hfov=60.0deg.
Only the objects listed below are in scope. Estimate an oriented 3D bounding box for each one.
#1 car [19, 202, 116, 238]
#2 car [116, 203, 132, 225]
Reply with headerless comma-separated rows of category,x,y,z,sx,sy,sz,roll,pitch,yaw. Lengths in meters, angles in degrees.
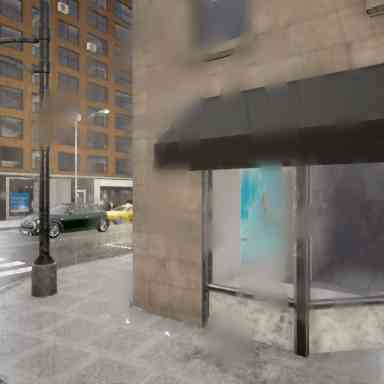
car,-6.709,1.366,17.871,2.097,1.767,4.553,0,0,36
car,-4.907,1.548,24.696,1.752,1.417,4.829,0,0,36
